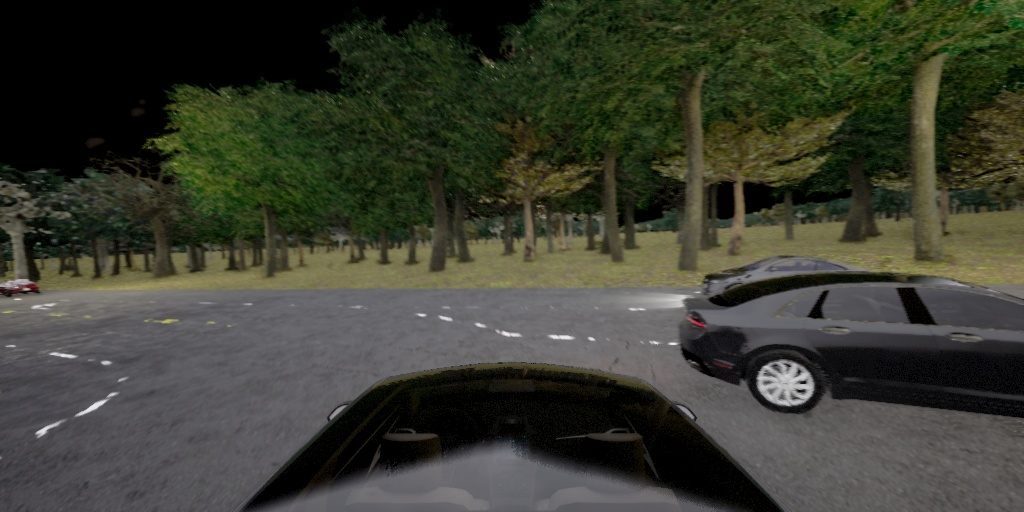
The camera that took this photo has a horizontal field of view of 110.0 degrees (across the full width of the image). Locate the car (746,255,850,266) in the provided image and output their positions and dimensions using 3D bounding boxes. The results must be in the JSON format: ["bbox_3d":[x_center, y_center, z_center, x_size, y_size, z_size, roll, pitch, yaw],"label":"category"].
[{"bbox_3d":[7.936,0.683,10.532,4.181,1.385,1.994,-2,2,23],"label":"car"}]

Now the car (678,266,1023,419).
[{"bbox_3d":[4.696,0.962,4.311,4.892,1.490,1.837,-2,2,23],"label":"car"}]

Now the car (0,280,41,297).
[{"bbox_3d":[-47.301,3.030,34.296,4.674,1.442,1.812,-2,3,23],"label":"car"}]
